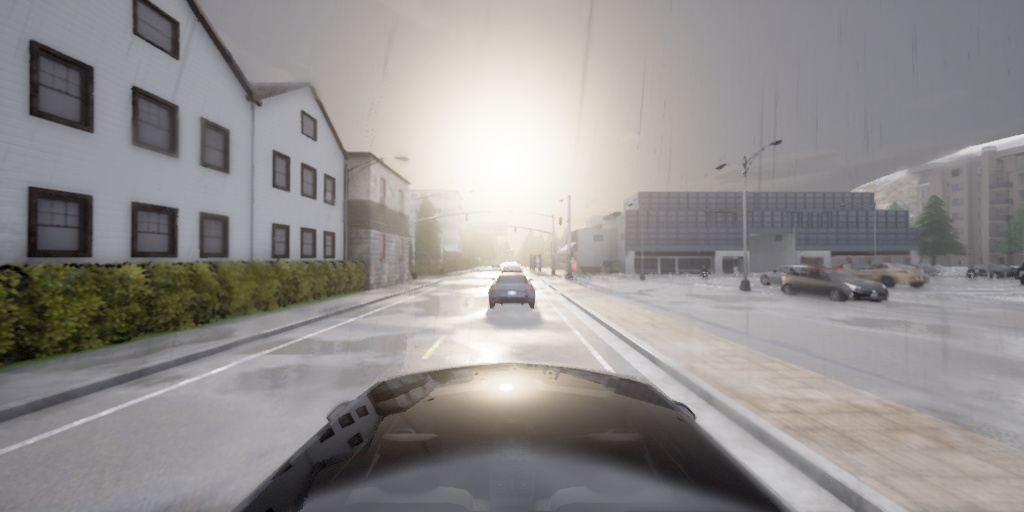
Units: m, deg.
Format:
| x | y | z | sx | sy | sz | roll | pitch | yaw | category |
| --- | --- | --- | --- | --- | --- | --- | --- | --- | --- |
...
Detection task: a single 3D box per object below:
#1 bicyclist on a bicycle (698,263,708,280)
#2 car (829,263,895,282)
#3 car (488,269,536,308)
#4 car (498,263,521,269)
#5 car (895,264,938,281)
| x | y | z | sx | sy | sz | roll | pitch | yaw | category |
| --- | --- | --- | --- | --- | --- | --- | --- | --- | --- |
| 18.716 | 1.540 | 35.181 | 0.582 | 1.620 | 1.656 | 0 | -1 | 0 | bicyclist on a bicycle |
| 38.119 | 1.626 | 39.110 | 4.553 | 1.767 | 2.097 | 0 | -1 | 0 | car |
| 0.008 | 1.450 | 16.157 | 1.994 | 1.385 | 4.181 | 0 | 0 | 0 | car |
| -0.042 | 1.505 | 31.317 | 1.882 | 1.535 | 5.008 | 0 | 0 | -2 | car |
| 47.471 | 1.802 | 42.640 | 4.902 | 1.511 | 2.128 | 0 | -1 | 0 | car |
